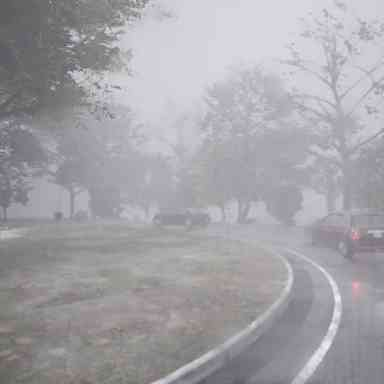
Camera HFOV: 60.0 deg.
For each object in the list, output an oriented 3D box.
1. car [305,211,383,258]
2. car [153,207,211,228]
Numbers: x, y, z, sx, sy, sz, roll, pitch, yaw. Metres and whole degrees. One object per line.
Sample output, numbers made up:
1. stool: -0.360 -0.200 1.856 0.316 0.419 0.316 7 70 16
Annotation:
1. car: 6.544 1.596 14.115 2.097 1.767 4.553 0 -1 -4
2. car: -0.863 1.962 26.241 5.008 1.535 1.882 -1 -1 36
